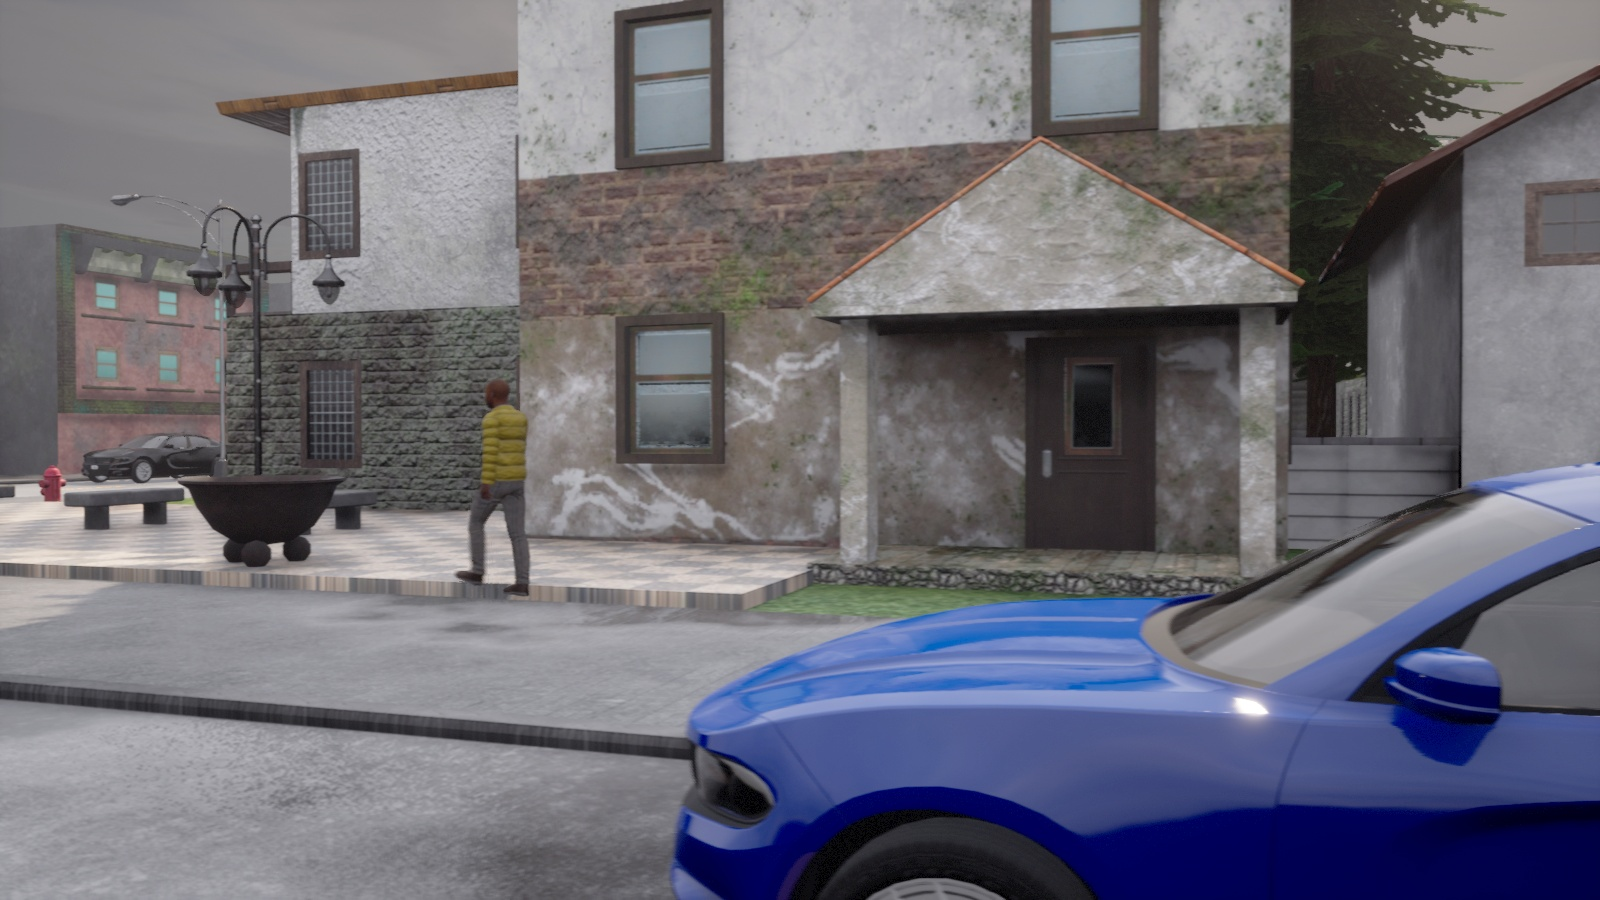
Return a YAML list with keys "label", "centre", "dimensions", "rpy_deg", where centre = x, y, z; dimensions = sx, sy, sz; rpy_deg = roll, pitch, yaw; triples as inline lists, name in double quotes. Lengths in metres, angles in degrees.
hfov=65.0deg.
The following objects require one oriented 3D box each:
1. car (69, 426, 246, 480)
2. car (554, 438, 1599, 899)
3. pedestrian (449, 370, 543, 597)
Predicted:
- label: "car"
  centre: [-19.833, 0.044, 39.052]
  dimensions: [1.882, 1.535, 5.008]
  rpy_deg: [1, 1, 19]
- label: "car"
  centre: [2.104, 0.764, 3.021]
  dimensions: [5.008, 1.535, 1.882]
  rpy_deg: [1, 1, 18]
- label: "pedestrian"
  centre: [-2.541, 0.266, 10.494]
  dimensions: [0.726, 1.835, 0.370]
  rpy_deg: [1, 1, 34]
